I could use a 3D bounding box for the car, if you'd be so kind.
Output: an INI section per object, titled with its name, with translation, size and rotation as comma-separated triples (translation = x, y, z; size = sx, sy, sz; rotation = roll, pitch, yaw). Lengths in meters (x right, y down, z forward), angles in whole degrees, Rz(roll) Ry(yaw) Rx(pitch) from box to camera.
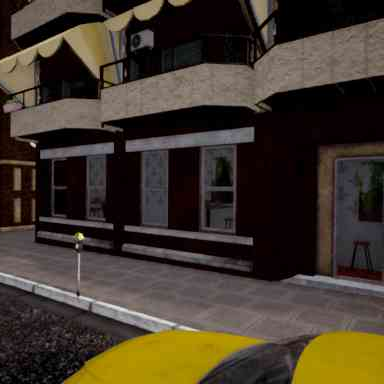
[car]
translation = 1.030, 1.525, 1.975
size = 4.829, 1.417, 1.752
rotation = 0, 1, 35
